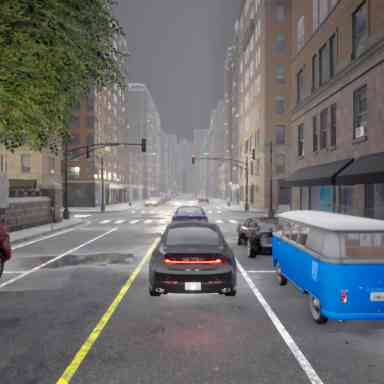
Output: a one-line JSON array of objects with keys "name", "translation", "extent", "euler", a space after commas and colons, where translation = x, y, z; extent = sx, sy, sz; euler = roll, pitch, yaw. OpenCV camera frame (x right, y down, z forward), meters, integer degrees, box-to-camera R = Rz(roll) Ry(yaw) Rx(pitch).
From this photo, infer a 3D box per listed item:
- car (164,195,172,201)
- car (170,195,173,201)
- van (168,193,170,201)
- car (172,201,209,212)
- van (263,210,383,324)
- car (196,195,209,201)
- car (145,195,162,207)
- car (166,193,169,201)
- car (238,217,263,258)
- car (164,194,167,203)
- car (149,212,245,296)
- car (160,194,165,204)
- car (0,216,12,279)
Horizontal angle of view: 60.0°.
[{"name": "car", "translation": [-6.329, 1.502, 88.433], "extent": [1.752, 1.417, 4.829], "euler": [0, 0, 0]}, {"name": "car", "translation": [-6.248, 1.522, 77.701], "extent": [2.008, 1.369, 4.403], "euler": [0, 0, 0]}, {"name": "van", "translation": [-6.208, 1.311, 72.251], "extent": [1.690, 1.788, 3.998], "euler": [0, 0, 0]}, {"name": "car", "translation": [-0.099, 1.472, 18.103], "extent": [1.882, 1.535, 5.008], "euler": [0, 0, 0]}, {"name": "van", "translation": [2.809, 1.340, 6.865], "extent": [1.690, 1.788, 3.998], "euler": [0, 0, 0]}, {"name": "car", "translation": [2.357, 1.409, 66.900], "extent": [1.967, 1.590, 4.097], "euler": [0, 0, 0]}, {"name": "car", "translation": [-6.042, 1.497, 50.278], "extent": [1.752, 1.417, 4.829], "euler": [0, 0, 0]}, {"name": "car", "translation": [-6.166, 1.514, 66.800], "extent": [1.887, 1.381, 4.507], "euler": [0, 0, 0]}, {"name": "car", "translation": [2.767, 1.563, 12.525], "extent": [1.947, 1.339, 4.313], "euler": [0, 0, 0]}, {"name": "car", "translation": [-6.125, 1.514, 61.350], "extent": [1.887, 1.381, 4.507], "euler": [0, 0, 0]}, {"name": "car", "translation": [0.011, 1.503, 8.608], "extent": [1.837, 1.490, 4.892], "euler": [0, 0, 0]}, {"name": "car", "translation": [-6.084, 1.521, 55.899], "extent": [2.008, 1.369, 4.403], "euler": [0, 0, 0]}, {"name": "car", "translation": [-5.715, 1.314, 6.761], "extent": [2.192, 1.841, 5.009], "euler": [0, 0, 0]}]
